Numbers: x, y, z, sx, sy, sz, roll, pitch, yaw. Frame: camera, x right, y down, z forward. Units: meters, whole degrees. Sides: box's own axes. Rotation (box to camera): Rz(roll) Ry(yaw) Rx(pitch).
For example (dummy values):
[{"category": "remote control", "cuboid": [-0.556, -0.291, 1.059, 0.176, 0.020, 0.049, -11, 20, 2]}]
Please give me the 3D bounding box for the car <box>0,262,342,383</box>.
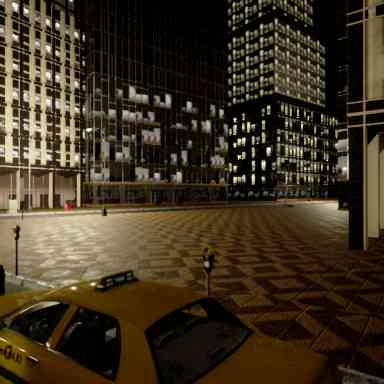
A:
[{"category": "car", "cuboid": [-0.982, 1.525, 3.575, 4.829, 1.417, 1.752, 0, 0, 35]}]
